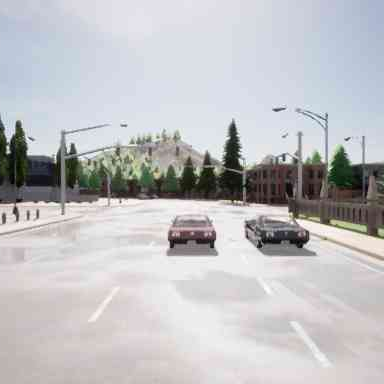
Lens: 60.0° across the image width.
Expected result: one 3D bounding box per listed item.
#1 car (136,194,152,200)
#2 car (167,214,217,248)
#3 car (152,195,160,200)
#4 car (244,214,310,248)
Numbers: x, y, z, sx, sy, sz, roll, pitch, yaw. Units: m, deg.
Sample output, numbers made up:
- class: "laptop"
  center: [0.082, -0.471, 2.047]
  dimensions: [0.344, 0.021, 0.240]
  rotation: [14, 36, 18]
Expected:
- class: "car"
  center: [-13.283, 1.354, 89.543]
  dimensions: [2.097, 1.767, 4.553]
  rotation: [0, 0, -32]
- class: "car"
  center: [0.000, 1.615, 14.680]
  dimensions: [1.895, 1.301, 4.718]
  rotation: [0, 0, 0]
- class: "car"
  center: [-10.505, 1.497, 91.675]
  dimensions: [1.837, 1.490, 4.892]
  rotation: [0, 0, -32]
- class: "car"
  center: [3.500, 1.615, 14.680]
  dimensions: [1.895, 1.301, 4.718]
  rotation: [0, 0, 0]
